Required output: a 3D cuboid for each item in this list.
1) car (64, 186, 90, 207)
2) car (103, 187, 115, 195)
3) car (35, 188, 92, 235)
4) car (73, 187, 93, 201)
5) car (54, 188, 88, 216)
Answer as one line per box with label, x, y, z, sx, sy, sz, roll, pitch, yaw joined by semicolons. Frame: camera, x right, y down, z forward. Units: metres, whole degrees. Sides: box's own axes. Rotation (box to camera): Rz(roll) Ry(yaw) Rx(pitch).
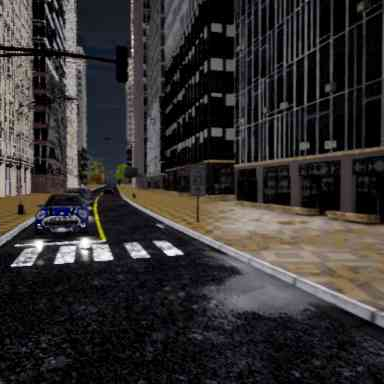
car;-11.093;0.377;32.455;2.097;1.767;4.553;-1;2;-16
car;-14.359;-0.177;57.253;2.033;1.411;5.357;0;2;-13
car;-5.927;0.872;15.490;2.097;1.767;4.553;-1;2;-18
car;-13.810;0.218;42.472;2.128;1.511;4.902;-1;2;-14
car;-8.608;0.625;24.010;2.097;1.767;4.553;-1;2;-17
